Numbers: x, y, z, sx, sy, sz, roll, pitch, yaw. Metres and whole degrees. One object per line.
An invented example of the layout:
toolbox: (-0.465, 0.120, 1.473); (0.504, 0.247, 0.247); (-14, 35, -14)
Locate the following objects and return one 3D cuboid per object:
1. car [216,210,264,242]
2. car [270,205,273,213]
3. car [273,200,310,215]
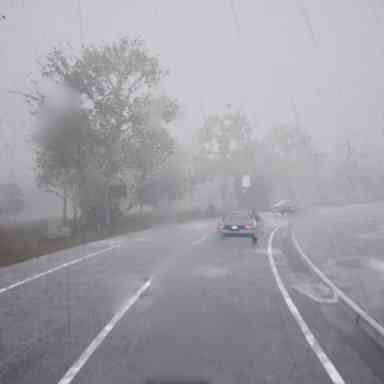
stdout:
car: (2.541, 1.589, 16.778); (2.033, 1.411, 5.357); (-1, -1, 16)
car: (11.140, 1.697, 40.470); (1.812, 1.442, 4.674); (-5, -3, 39)
car: (10.466, 1.565, 33.953); (2.033, 1.411, 5.357); (-4, -2, 34)
